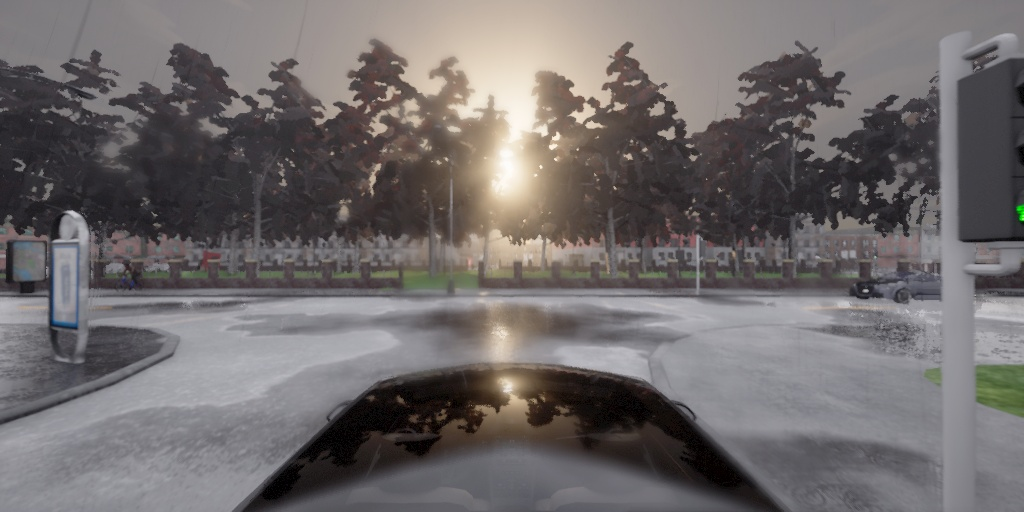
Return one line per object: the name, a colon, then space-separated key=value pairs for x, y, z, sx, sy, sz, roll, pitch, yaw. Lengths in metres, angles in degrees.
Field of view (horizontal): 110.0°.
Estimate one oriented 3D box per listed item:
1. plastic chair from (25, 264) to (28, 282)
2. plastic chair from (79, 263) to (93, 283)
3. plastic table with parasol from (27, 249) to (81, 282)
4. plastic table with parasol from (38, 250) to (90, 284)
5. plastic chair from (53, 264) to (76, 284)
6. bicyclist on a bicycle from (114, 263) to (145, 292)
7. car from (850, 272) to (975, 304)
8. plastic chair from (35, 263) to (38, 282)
plastic chair: x=-44.615 y=1.527 z=33.550 sx=0.730 sy=1.272 sz=0.750 roll=0 pitch=0 yaw=-41
plastic chair: x=-38.188 y=1.520 z=32.390 sx=0.730 sy=1.272 sz=0.750 roll=0 pitch=0 yaw=-40
plastic table with parasol: x=-43.607 y=0.858 z=34.300 sx=2.482 sy=2.480 sz=2.482 roll=0 pitch=0 yaw=-39
plastic table with parasol: x=-39.186 y=0.913 z=31.656 sx=2.482 sy=2.480 sz=2.482 roll=0 pitch=0 yaw=-40
plastic chair: x=-38.283 y=1.517 z=30.683 sx=0.750 sy=1.272 sz=0.730 roll=0 pitch=0 yaw=-35
bicyclist on a bicycle: x=-22.031 y=1.237 z=20.678 sx=0.582 sy=1.620 sz=1.656 roll=0 pitch=0 yaw=0
car: x=18.247 y=1.420 z=16.493 sx=4.181 sy=1.385 sz=1.994 roll=0 pitch=0 yaw=0
plastic chair: x=-40.216 y=1.506 z=30.912 sx=0.730 sy=1.272 sz=0.750 roll=0 pitch=0 yaw=-40
